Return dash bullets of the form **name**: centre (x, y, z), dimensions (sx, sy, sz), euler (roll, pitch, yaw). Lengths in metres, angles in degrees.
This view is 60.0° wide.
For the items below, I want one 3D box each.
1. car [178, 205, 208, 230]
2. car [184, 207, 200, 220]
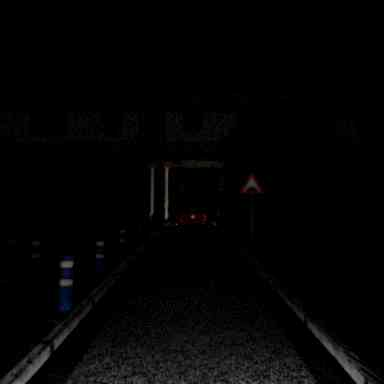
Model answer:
- **car**: centre (0.054, 1.771, 24.596), dimensions (2.097, 1.767, 4.553), euler (0, -2, 0)
- **car**: centre (0.013, 2.705, 42.747), dimensions (1.882, 1.535, 5.008), euler (0, -3, 0)
